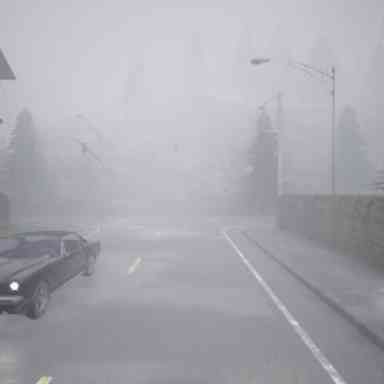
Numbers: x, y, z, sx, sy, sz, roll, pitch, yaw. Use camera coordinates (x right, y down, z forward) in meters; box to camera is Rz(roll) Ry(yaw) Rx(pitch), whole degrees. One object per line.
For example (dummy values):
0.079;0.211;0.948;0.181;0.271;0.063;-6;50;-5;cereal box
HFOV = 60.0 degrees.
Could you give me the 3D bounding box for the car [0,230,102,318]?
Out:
-3.581;1.599;7.514;1.895;1.301;4.718;0;0;0;car
